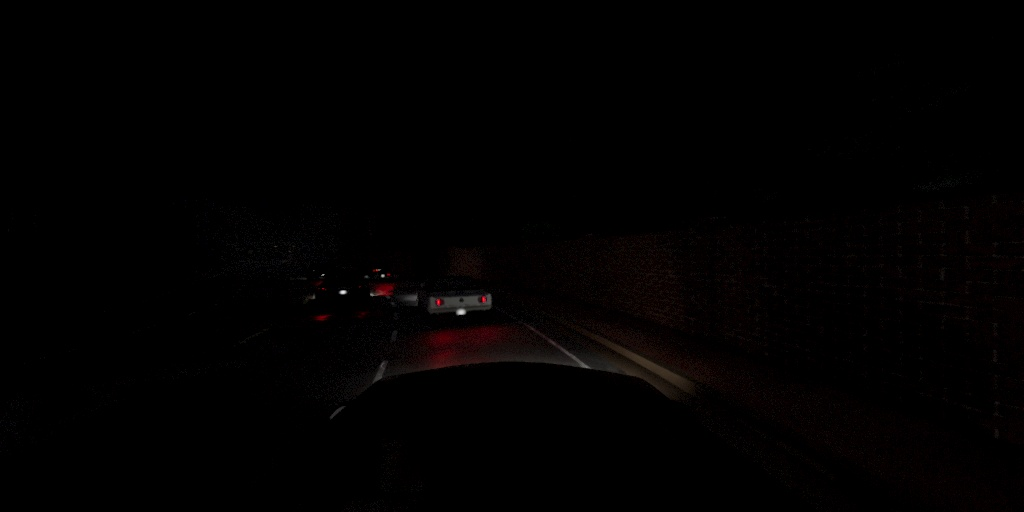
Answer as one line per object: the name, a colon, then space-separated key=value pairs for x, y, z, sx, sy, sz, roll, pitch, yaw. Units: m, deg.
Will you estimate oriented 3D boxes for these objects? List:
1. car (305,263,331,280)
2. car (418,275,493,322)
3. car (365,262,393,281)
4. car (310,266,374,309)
car: x=-17.090 y=1.354 z=31.868 sx=1.837 sy=1.490 sz=4.892 roll=-1 pitch=0 yaw=-34
car: x=-2.164 y=1.313 z=12.352 sx=1.895 sy=1.301 sz=4.718 roll=-1 pitch=0 yaw=-19
car: x=-11.163 y=1.262 z=29.304 sx=1.837 sy=1.490 sz=4.892 roll=-1 pitch=0 yaw=-33
car: x=-7.171 y=1.348 z=15.408 sx=1.994 sy=1.385 sz=4.181 roll=-1 pitch=0 yaw=-23
